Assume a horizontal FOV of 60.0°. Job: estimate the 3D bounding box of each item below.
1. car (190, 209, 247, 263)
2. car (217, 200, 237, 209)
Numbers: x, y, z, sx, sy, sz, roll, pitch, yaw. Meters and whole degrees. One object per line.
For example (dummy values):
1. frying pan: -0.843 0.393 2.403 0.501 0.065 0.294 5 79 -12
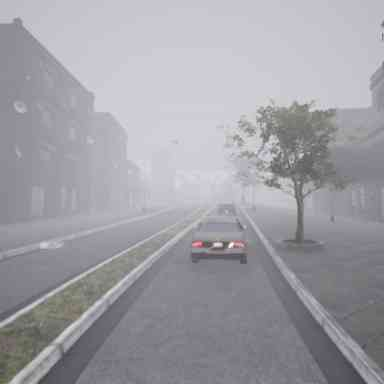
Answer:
1. car: 1.017 1.590 12.174 2.033 1.411 5.357 0 0 6
2. car: 3.653 1.597 34.816 1.837 1.490 4.892 0 0 7
